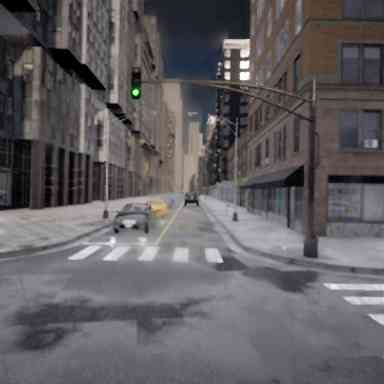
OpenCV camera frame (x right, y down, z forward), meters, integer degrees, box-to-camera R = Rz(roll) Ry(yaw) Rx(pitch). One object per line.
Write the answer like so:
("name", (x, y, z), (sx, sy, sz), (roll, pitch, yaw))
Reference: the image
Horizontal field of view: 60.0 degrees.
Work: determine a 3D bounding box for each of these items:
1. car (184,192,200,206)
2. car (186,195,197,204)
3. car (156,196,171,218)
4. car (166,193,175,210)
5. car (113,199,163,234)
("car", (-0.041, 1.013, 49.530), (2.150, 2.045, 5.566), (1, 0, 0))
("car", (-0.061, 1.258, 59.924), (1.812, 1.442, 4.674), (1, 0, 0))
("car", (-3.111, 1.317, 28.216), (1.882, 1.535, 5.008), (1, 0, 0))
("car", (-3.120, 1.259, 39.756), (1.882, 1.535, 5.008), (1, 0, 0))
("car", (-3.095, 1.375, 18.673), (2.128, 1.511, 4.902), (1, 0, 0))
